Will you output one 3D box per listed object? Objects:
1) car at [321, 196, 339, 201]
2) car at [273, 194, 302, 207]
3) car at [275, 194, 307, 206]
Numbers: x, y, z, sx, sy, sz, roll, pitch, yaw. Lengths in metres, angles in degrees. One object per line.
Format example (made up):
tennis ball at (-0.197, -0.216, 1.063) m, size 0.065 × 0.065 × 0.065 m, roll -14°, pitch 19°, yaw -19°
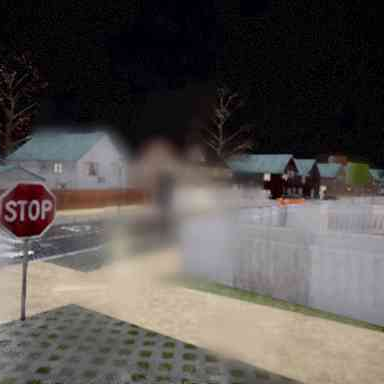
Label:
car at (21.050, 1.276, 50.539) m, size 1.812 × 1.442 × 4.674 m, roll 5°, pitch 3°, yaw 41°
car at (13.074, 1.067, 45.196) m, size 1.882 × 1.535 × 5.008 m, roll 5°, pitch 3°, yaw 38°
car at (11.987, 1.136, 39.228) m, size 2.097 × 1.767 × 4.553 m, roll 5°, pitch 3°, yaw 38°
